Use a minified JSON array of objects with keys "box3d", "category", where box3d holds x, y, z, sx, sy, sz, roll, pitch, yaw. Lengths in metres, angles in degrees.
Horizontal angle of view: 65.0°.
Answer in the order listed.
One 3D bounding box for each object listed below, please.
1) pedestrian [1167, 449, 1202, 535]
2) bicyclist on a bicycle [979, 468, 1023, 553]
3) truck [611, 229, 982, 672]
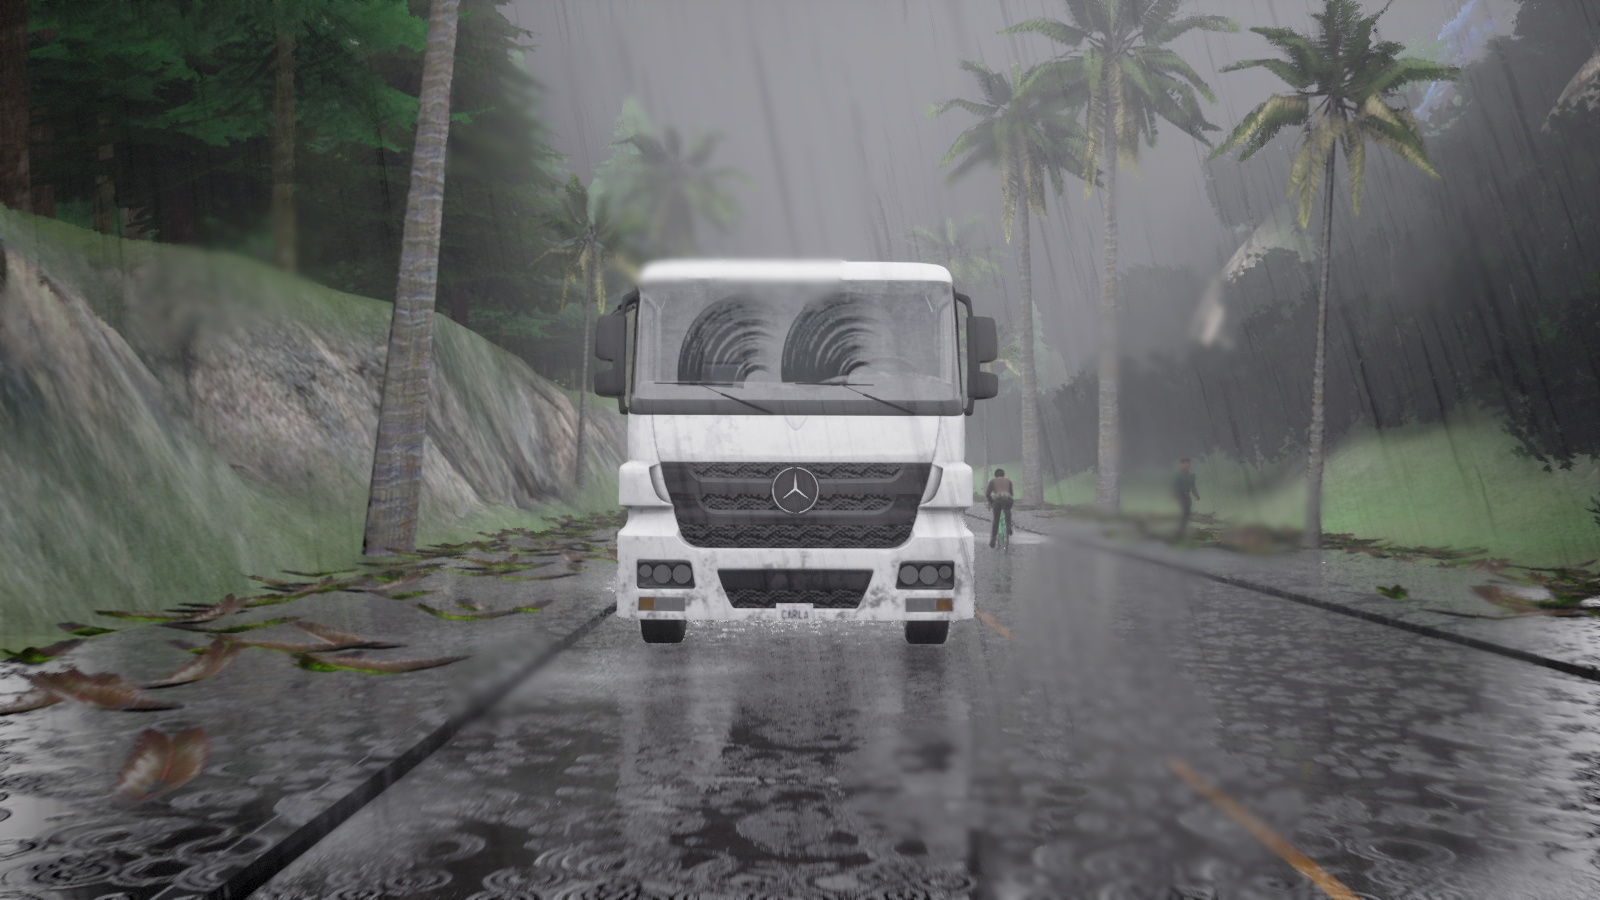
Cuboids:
[{"box3d":[8.922,0.967,29.150,0.423,1.949,0.788,0,-1,-13],"category":"pedestrian"},{"box3d":[3.918,1.164,24.602,0.582,1.620,1.656,0,-1,0],"category":"bicyclist on a bicycle"},{"box3d":[-0.043,0.064,13.796,2.891,3.462,7.936,0,-1,0],"category":"truck"}]
